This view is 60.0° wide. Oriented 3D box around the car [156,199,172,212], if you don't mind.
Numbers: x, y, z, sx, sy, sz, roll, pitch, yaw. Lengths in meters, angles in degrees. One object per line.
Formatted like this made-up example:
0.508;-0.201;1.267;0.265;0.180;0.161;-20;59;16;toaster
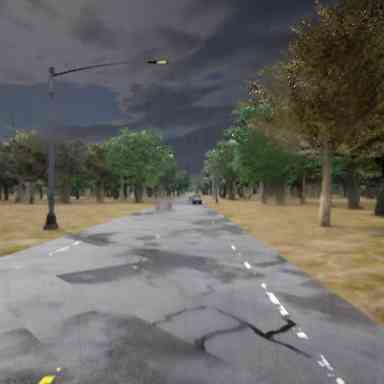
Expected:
-3.602;1.722;43.124;2.128;1.511;4.902;0;0;0;car

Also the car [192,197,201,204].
1.022;1.868;74.713;1.837;1.490;4.892;0;0;0;car

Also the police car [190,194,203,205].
1.025;1.751;64.820;1.930;1.638;5.238;0;0;0;police car
